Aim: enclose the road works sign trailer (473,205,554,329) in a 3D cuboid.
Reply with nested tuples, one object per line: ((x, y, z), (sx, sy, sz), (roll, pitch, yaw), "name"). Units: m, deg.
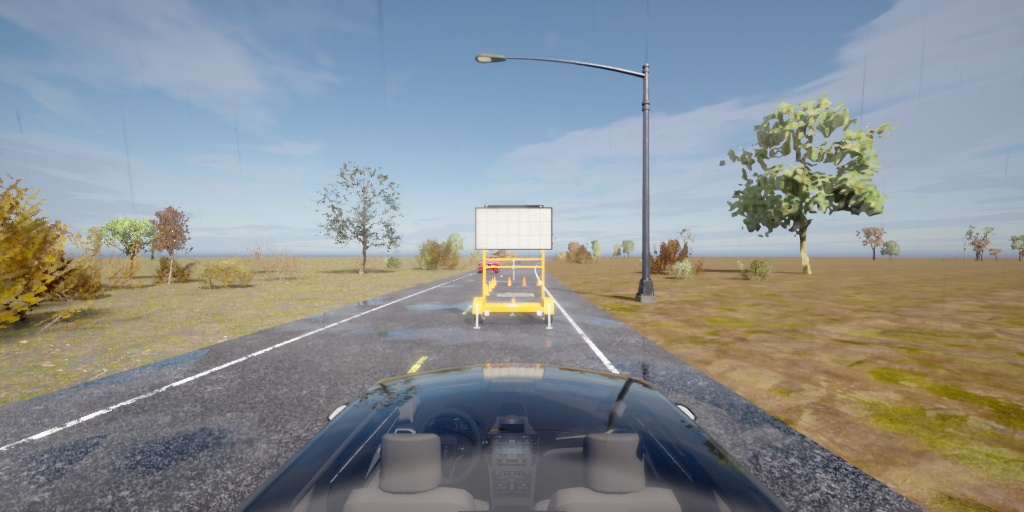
((0.057, 0.214, 11.270), (2.380, 3.560, 2.880), (0, 0, 1), "road works sign trailer")

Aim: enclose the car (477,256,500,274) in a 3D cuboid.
((-2.590, 0.966, 41.154), (2.150, 2.045, 5.566), (0, 0, 3), "car")
